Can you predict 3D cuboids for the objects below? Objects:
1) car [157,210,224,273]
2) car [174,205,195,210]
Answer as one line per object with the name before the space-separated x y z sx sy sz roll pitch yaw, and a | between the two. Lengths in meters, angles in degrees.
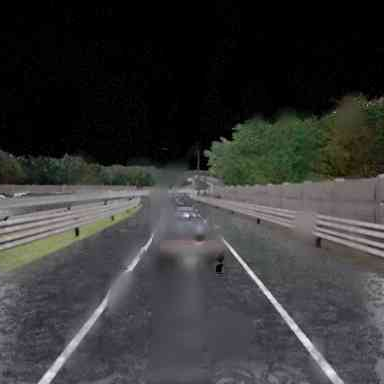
car | -0.067 1.552 10.868 2.128 1.511 4.902 0 0 -1
car | -0.567 1.680 25.410 2.033 1.411 5.357 0 0 -3
